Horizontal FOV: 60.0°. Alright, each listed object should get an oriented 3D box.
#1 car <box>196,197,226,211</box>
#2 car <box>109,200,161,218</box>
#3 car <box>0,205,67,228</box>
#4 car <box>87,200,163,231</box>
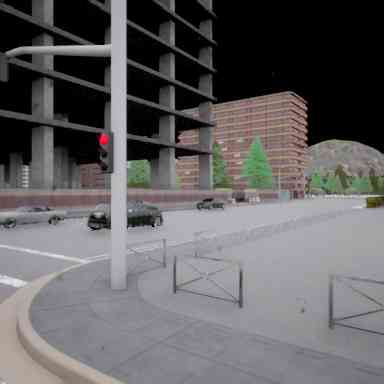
[{"bbox_3d":[2.361,1.448,40.465,1.837,1.490,4.892,0,0,35],"label":"car"},{"bbox_3d":[-5.042,1.470,30.018,1.812,1.442,4.674,0,0,36],"label":"car"},{"bbox_3d":[-10.817,1.545,21.886,1.895,1.301,4.718,0,0,35],"label":"car"},{"bbox_3d":[-3.739,1.296,19.433,2.097,1.767,4.553,0,0,35],"label":"car"}]
